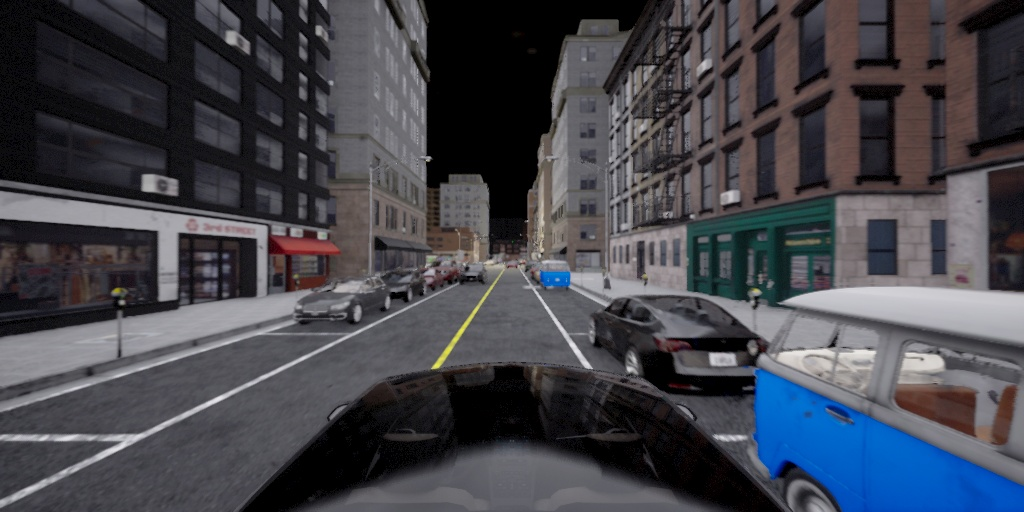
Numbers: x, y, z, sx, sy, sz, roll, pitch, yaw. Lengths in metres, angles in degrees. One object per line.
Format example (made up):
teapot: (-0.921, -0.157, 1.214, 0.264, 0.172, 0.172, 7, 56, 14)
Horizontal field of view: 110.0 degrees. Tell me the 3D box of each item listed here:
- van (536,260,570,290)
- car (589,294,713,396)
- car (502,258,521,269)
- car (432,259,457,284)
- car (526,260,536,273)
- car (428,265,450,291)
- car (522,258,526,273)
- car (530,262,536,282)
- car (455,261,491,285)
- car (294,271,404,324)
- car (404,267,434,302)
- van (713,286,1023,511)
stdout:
van: (2.650, 1.185, 22.790, 1.690, 1.789, 3.998, 0, 0, 0)
car: (2.641, 1.338, 6.562, 1.948, 1.339, 4.313, 0, 0, 0)
car: (-0.158, 1.607, 65.090, 1.994, 1.385, 4.181, 0, -1, -7)
car: (-5.373, 1.183, 28.204, 2.192, 1.841, 5.009, 0, 0, 0)
car: (2.655, 1.333, 33.609, 1.967, 1.591, 4.097, 0, 0, 0)
car: (-5.376, 1.426, 22.795, 1.802, 1.307, 4.207, 0, 0, 0)
car: (2.776, 1.312, 48.505, 2.097, 1.767, 4.553, 0, 0, 0)
car: (2.653, 1.394, 28.370, 1.751, 1.417, 4.829, 0, 0, 0)
car: (-2.833, 1.369, 27.295, 1.837, 1.490, 4.892, 0, 0, 0)
car: (-5.381, 1.346, 11.976, 2.007, 1.370, 4.403, 0, 0, 0)
car: (-5.378, 1.386, 17.385, 1.948, 1.339, 4.313, 0, 0, 0)
van: (2.638, 1.088, 1.153, 1.690, 1.789, 3.998, 0, 0, 0)
